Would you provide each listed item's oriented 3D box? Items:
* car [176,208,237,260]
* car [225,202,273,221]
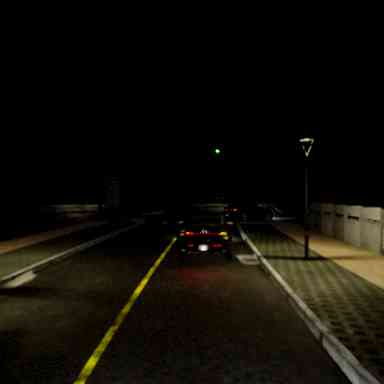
[{"bbox_3d":[0.493,1.499,12.448,1.837,1.490,4.892,0,-2,3],"label":"car"},{"bbox_3d":[4.747,1.651,27.694,4.892,1.490,1.837,3,-4,-38],"label":"car"}]
